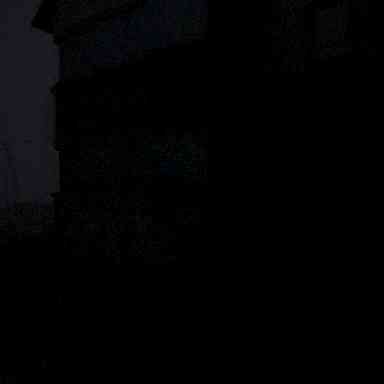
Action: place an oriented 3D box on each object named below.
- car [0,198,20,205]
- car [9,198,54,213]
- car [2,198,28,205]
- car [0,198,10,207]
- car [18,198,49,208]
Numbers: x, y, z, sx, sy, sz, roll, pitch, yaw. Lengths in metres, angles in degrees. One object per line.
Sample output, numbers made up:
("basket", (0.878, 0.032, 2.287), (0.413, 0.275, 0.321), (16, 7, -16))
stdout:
("car", (-44.172, 2.273, 80.105), (2.007, 1.523, 4.514), (-1, 0, 35))
("car", (-18.719, 1.737, 39.375), (2.007, 1.523, 4.514), (-1, 0, 35))
("car", (-41.587, 2.229, 78.327), (2.152, 1.636, 5.027), (-1, 0, 35))
("car", (-36.398, 2.086, 65.202), (1.845, 1.501, 3.633), (-1, 0, 35))
("car", (-28.287, 1.953, 59.366), (2.007, 1.523, 4.514), (-1, 0, 35))
